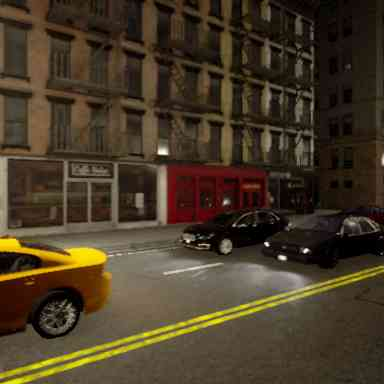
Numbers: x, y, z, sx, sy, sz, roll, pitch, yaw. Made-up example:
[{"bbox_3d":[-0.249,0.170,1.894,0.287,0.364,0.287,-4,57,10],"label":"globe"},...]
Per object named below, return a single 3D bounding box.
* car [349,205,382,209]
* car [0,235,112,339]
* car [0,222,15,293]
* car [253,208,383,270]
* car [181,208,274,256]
[{"bbox_3d":[9.339,1.428,18.220,4.181,1.385,1.994,-1,0,-35],"label":"car"},{"bbox_3d":[-3.746,1.480,4.997,5.008,1.535,1.882,0,0,-35],"label":"car"},{"bbox_3d":[-6.791,1.561,6.821,5.357,1.411,2.033,-1,0,-35],"label":"car"},{"bbox_3d":[4.742,1.471,11.037,5.357,1.411,2.033,-1,0,-36],"label":"car"},{"bbox_3d":[1.844,1.437,12.963,4.892,1.490,1.837,-1,0,-35],"label":"car"}]
